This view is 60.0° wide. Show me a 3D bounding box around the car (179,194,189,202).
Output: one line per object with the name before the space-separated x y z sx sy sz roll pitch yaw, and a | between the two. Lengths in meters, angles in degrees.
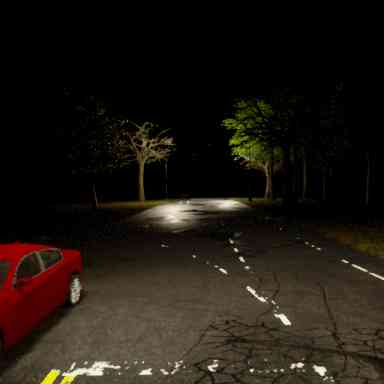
car | -1.583 1.137 67.794 1.837 1.490 4.892 -1 1 2

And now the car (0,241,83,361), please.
car | -3.500 1.740 5.823 1.882 1.535 5.008 -1 0 1
